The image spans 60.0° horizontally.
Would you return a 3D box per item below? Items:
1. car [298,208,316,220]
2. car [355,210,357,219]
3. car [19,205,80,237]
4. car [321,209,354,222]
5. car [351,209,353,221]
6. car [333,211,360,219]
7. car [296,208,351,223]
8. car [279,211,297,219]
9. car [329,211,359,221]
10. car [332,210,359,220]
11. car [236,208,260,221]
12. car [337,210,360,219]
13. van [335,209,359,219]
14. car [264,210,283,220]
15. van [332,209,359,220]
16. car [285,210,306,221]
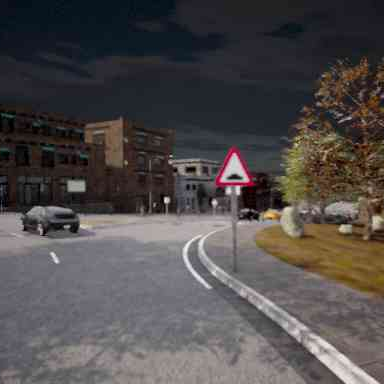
[{"bbox_3d":[20.666,3.859,59.481,2.150,2.045,5.566,0,-3,29],"label":"car"},{"bbox_3d":[19.598,3.395,46.340,5.366,1.575,1.946,0,-4,29],"label":"car"},{"bbox_3d":[-7.833,1.464,18.099,1.837,1.490,4.892,0,0,-44],"label":"car"},{"bbox_3d":[22.367,3.597,51.096,4.553,1.767,2.185,0,-3,29],"label":"car"},{"bbox_3d":[15.806,2.886,39.013,5.008,1.535,2.097,0,-4,29],"label":"car"},{"bbox_3d":[31.609,4.743,67.990,4.892,1.521,2.231,0,-3,29],"label":"car"},{"bbox_3d":[14.488,2.712,36.599,4.892,1.521,2.231,0,-4,29],"label":"car"},{"bbox_3d":[17.593,4.180,60.632,2.033,1.411,5.357,0,-3,29],"label":"car"},{"bbox_3d":[27.687,4.354,60.724,4.792,1.488,2.163,0,-3,29],"label":"car"},{"bbox_3d":[30.332,4.489,65.704,4.553,1.767,2.185,0,-3,29],"label":"car"},{"bbox_3d":[6.866,2.756,40.718,1.882,1.535,5.008,0,-4,28],"label":"car"},{"bbox_3d":[34.278,4.869,72.811,4.553,1.767,2.185,0,-3,29],"label":"car"},{"bbox_3d":[32.834,4.647,70.472,4.442,1.987,1.878,0,-3,29],"label":"van"},{"bbox_3d":[12.597,3.513,51.471,1.882,1.535,5.008,0,-4,29],"label":"car"},{"bbox_3d":[29.085,4.242,63.108,4.442,1.987,1.878,0,-3,29],"label":"van"},{"bbox_3d":[15.848,3.558,50.645,2.128,1.511,4.902,0,-4,29],"label":"car"}]
